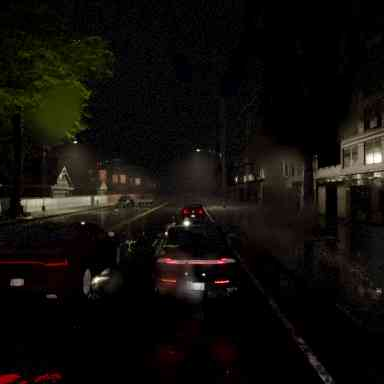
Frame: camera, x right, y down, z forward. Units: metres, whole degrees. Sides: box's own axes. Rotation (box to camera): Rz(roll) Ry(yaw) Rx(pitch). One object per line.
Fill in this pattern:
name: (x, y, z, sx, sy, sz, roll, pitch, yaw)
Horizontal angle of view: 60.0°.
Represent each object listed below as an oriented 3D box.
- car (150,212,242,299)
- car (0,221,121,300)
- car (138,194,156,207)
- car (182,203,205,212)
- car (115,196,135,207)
car: (0.091, 1.491, 8.432, 2.128, 1.511, 4.902, 0, 0, 0)
car: (-3.154, 1.477, 8.473, 1.882, 1.535, 5.008, 0, 0, 0)
car: (-6.521, 1.133, 48.765, 2.097, 1.767, 4.553, 0, 0, 0)
car: (0.088, 1.596, 28.381, 1.895, 1.301, 4.718, 0, 0, 0)
car: (-9.771, 1.336, 48.763, 2.097, 1.767, 4.553, 0, 0, 0)
